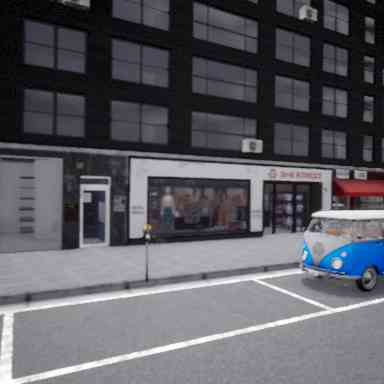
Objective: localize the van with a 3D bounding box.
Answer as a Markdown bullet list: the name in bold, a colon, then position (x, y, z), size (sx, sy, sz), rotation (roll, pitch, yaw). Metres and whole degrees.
- **van**: position (4.678, 1.373, 8.668), size (3.998, 1.788, 1.690), rotation (1, 0, -28)
